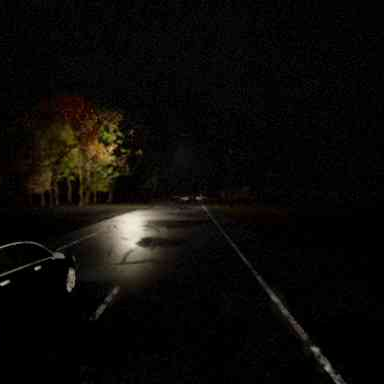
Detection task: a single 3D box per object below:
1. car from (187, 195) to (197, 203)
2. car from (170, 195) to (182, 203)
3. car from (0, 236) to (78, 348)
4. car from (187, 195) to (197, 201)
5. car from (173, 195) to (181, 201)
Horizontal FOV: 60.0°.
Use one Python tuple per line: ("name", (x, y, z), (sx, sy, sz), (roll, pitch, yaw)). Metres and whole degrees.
("car", (0.015, 1.536, 68.184), (1.994, 1.385, 4.181), (0, 0, 0))
("car", (-3.485, 1.498, 68.185), (2.128, 1.511, 4.902), (0, 0, 0))
("car", (-3.497, 1.507, 5.636), (1.837, 1.490, 4.892), (0, 0, 0))
("car", (0.016, 1.379, 78.224), (2.128, 1.511, 4.902), (0, 0, 0))
("car", (-3.483, 1.378, 78.226), (1.812, 1.442, 4.674), (0, 0, 0))
